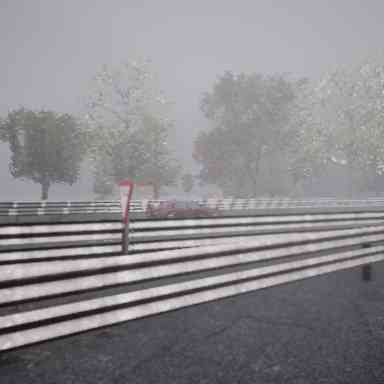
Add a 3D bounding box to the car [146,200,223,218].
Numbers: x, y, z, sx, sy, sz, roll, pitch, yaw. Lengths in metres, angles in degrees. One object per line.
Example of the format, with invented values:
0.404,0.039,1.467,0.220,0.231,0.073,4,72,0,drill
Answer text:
-0.374,1.238,21.061,5.008,1.535,1.882,0,0,-26,car
